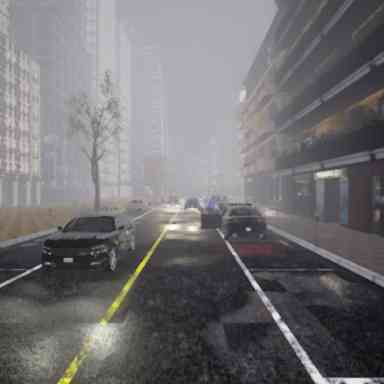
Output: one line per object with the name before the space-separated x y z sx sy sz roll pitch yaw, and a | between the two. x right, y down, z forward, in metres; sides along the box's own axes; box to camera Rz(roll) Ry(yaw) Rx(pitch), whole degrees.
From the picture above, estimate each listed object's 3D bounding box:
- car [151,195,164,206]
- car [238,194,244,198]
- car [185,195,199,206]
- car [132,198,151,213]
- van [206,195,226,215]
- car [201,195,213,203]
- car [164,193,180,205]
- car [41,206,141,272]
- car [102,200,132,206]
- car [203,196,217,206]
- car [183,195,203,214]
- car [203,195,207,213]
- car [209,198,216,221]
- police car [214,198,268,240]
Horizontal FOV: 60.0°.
car | -5.677 1.298 50.772 1.752 1.417 4.829 0 0 0
car | 13.448 1.001 81.407 4.403 1.369 2.008 -1 1 -1
car | 0.018 1.264 51.015 2.128 1.511 4.902 0 0 0
car | -5.682 1.423 34.345 1.802 1.307 4.206 0 0 0
van | 2.698 1.182 34.341 1.690 1.788 3.998 0 0 0
car | 2.706 1.279 62.005 2.008 1.369 4.403 0 0 0
car | -2.985 1.319 54.159 1.837 1.490 4.892 0 0 0
car | -3.097 1.424 10.828 1.882 1.535 5.008 0 0 0
car | -5.685 1.415 23.109 1.752 1.417 4.829 0 0 0
car | 2.703 1.322 50.939 2.008 1.369 4.403 0 0 0
car | 0.037 1.349 38.439 1.812 1.442 4.674 0 0 1
car | 2.700 1.258 39.874 1.967 1.590 4.097 0 0 0
car | 2.697 1.447 28.810 1.802 1.307 4.206 0 0 0
police car | 2.371 1.344 16.523 1.930 1.638 5.238 0 0 0
